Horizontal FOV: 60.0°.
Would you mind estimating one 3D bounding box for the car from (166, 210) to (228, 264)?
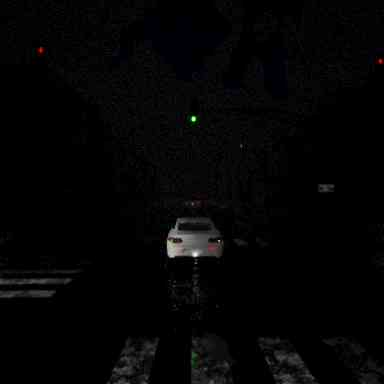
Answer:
[{"bbox_3d":[0.095,1.588,12.012,1.812,1.442,4.674,0,0,0],"label":"car"}]

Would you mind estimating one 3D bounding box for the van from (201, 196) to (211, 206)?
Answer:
[{"bbox_3d":[2.601,1.689,62.004,1.690,1.788,3.998,-1,0,0],"label":"van"}]

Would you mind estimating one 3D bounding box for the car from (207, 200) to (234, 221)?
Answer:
[{"bbox_3d":[2.614,1.705,28.809,1.887,1.381,4.507,-1,0,0],"label":"car"}]

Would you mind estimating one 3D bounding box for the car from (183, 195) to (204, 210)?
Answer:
[{"bbox_3d":[0.089,1.455,41.879,2.150,2.045,5.566,0,0,0],"label":"car"}]

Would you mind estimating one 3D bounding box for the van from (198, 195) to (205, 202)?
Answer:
[{"bbox_3d":[2.593,1.847,89.666,1.690,1.788,3.998,-1,0,0],"label":"van"}]

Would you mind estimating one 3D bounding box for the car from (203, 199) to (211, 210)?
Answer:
[{"bbox_3d":[2.612,1.805,39.874,1.802,1.307,4.206,-1,0,0],"label":"car"}]

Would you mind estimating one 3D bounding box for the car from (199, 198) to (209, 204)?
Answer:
[{"bbox_3d":[2.602,1.962,73.069,2.008,1.369,4.403,-1,0,0],"label":"car"}]

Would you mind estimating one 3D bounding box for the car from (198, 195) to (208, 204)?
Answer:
[{"bbox_3d":[2.596,1.758,78.602,2.192,1.841,5.009,-1,0,0],"label":"car"}]

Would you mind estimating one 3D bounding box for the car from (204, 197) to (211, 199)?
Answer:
[{"bbox_3d":[2.608,1.830,50.939,1.887,1.381,4.507,-1,0,0],"label":"car"}]
